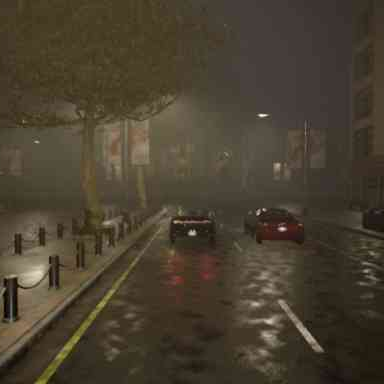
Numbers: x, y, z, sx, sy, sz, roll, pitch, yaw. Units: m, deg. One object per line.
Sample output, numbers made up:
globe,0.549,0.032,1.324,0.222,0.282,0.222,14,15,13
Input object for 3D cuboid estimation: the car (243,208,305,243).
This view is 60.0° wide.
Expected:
car,3.540,1.390,14.979,1.994,1.385,4.181,0,1,0

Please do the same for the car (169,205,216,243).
car,0.037,1.319,14.953,2.128,1.511,4.902,0,1,0
